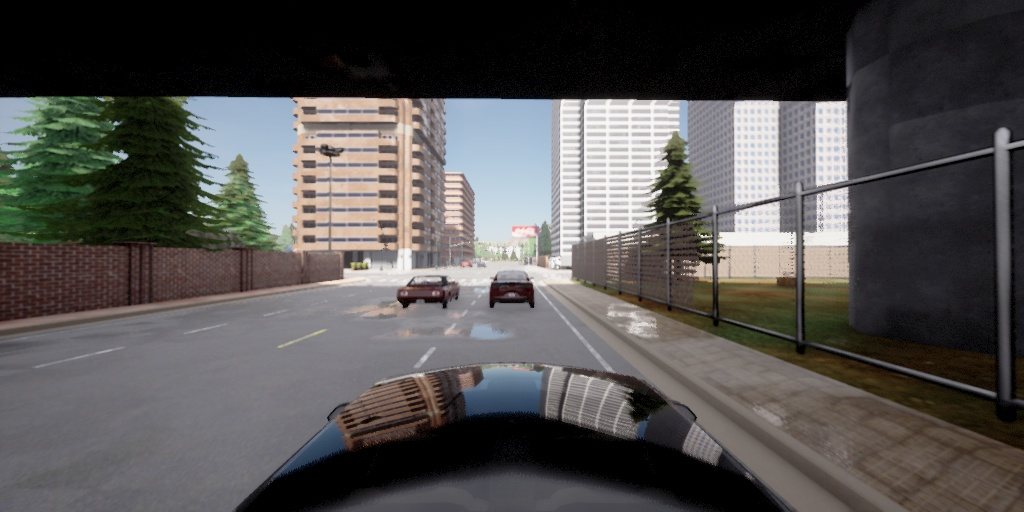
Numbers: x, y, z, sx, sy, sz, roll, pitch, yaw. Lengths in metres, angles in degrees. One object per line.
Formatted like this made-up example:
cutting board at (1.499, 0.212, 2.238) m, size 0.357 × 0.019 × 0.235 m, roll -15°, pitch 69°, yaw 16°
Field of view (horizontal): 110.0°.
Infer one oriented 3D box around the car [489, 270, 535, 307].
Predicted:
car at (0.002, 1.365, 16.334) m, size 1.882 × 1.535 × 5.008 m, roll 0°, pitch 0°, yaw 0°

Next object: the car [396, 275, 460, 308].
car at (-3.502, 1.484, 15.955) m, size 1.895 × 1.301 × 4.718 m, roll 0°, pitch 0°, yaw 0°
